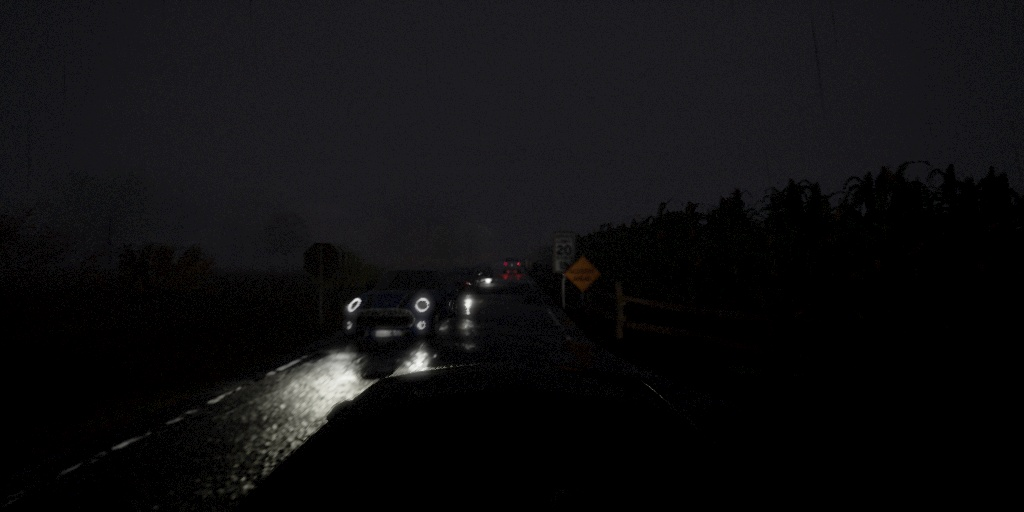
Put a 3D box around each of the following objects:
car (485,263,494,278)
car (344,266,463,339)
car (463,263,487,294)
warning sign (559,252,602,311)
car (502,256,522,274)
[{"bbox_3d":[-2.838,1.397,35.298,1.994,1.385,4.181,0,0,0],"label":"car"},{"bbox_3d":[-2.851,1.129,10.155,2.097,1.767,4.553,0,0,0],"label":"car"},{"bbox_3d":[-2.849,1.353,20.953,2.033,1.411,5.357,0,0,0],"label":"car"},{"bbox_3d":[2.450,0.893,12.425,1.300,1.860,1.060,0,0,0],"label":"warning sign"},{"bbox_3d":[0.002,1.064,44.076,2.150,2.045,5.566,0,0,0],"label":"car"}]
